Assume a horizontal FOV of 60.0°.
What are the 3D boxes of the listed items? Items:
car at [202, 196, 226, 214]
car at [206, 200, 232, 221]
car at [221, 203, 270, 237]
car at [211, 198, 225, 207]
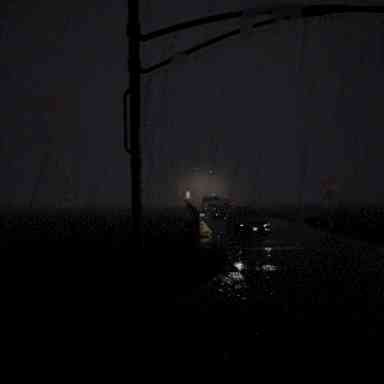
[{"bbox_3d":[2.376,1.492,40.216,2.150,2.045,5.566,-1,0,-2],"label":"car"},{"bbox_3d":[2.720,1.738,29.579,2.033,1.411,5.357,-1,0,-2],"label":"car"},{"bbox_3d":[3.067,1.613,18.993,1.837,1.490,4.892,-1,0,-2],"label":"car"},{"bbox_3d":[4.613,1.826,58.884,1.882,1.535,5.008,-1,0,-2],"label":"car"}]
